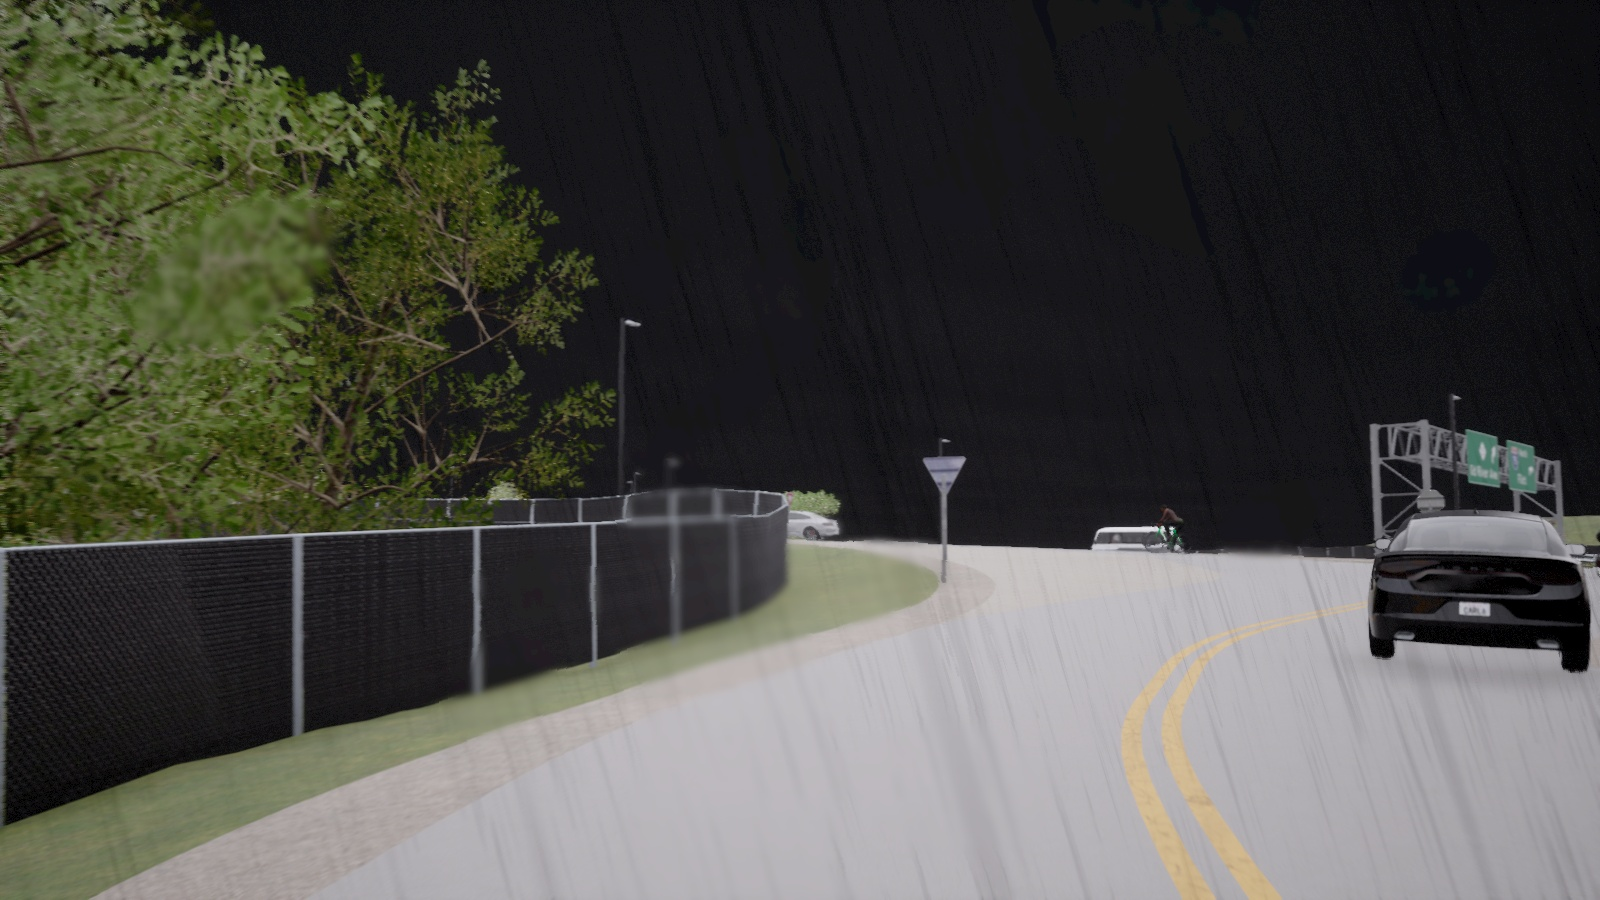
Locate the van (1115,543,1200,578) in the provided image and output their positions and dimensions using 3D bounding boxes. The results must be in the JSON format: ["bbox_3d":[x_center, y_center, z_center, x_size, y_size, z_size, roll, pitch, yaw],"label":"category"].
[{"bbox_3d":[20.987,6.498,73.838,1.775,1.987,4.442,5,-7,-44],"label":"van"}]

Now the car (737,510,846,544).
[{"bbox_3d":[-0.386,3.579,58.348,4.674,1.442,1.812,0,-4,18],"label":"car"}]

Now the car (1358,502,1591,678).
[{"bbox_3d":[7.396,1.345,13.787,1.882,1.535,5.008,-1,-2,29],"label":"car"}]

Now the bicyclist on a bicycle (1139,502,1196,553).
[{"bbox_3d":[11.906,2.497,40.710,1.656,1.620,0.582,-2,-5,43],"label":"bicyclist on a bicycle"}]
